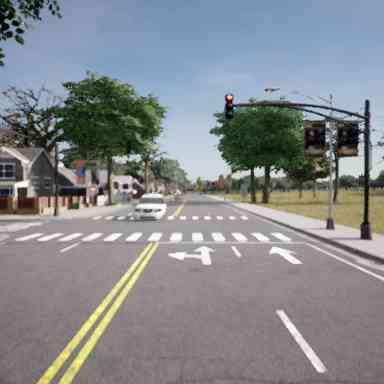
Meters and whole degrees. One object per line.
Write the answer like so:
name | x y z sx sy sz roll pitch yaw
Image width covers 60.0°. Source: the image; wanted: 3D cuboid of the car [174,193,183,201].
car | -3.118 1.128 78.310 2.097 1.767 4.553 0 0 0

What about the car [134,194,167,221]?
car | -3.203 1.258 26.683 2.150 2.045 5.566 0 1 0
